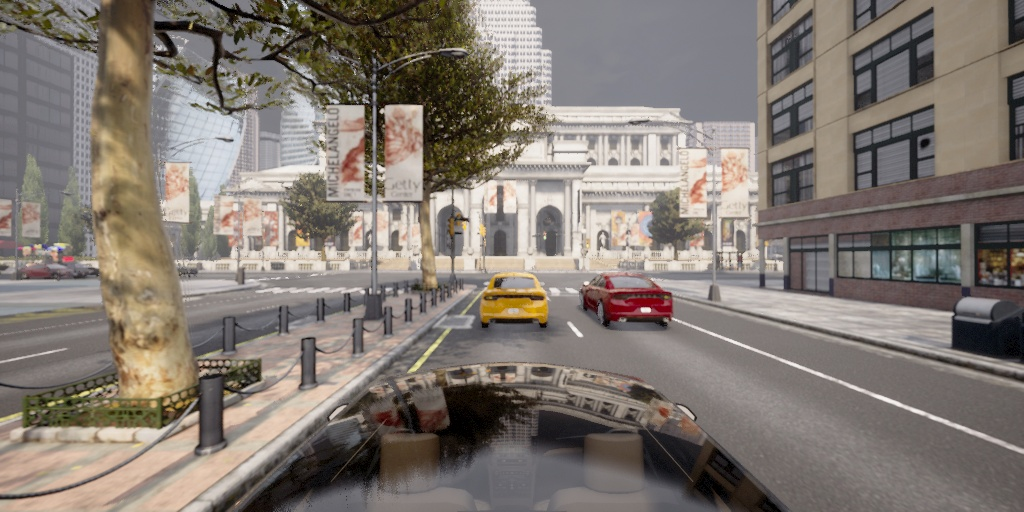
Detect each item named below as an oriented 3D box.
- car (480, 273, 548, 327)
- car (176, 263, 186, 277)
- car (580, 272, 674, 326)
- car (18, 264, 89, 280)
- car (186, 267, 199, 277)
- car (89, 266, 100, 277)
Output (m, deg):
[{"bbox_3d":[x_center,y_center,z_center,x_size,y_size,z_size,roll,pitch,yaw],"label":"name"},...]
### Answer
[{"bbox_3d":[0.071,1.284,11.814,1.882,1.535,5.008,0,0,0],"label":"car"},{"bbox_3d":[-34.164,1.432,33.704,4.892,1.490,1.837,0,0,0],"label":"car"},{"bbox_3d":[3.572,1.285,12.003,1.882,1.535,5.008,0,0,0],"label":"car"},{"bbox_3d":[-43.363,1.453,33.676,4.674,1.442,1.812,0,0,-1],"label":"car"},{"bbox_3d":[-35.459,1.425,37.204,5.008,1.535,1.882,0,0,0],"label":"car"},{"bbox_3d":[-45.283,1.494,37.170,5.357,1.411,2.033,0,0,0],"label":"car"}]
